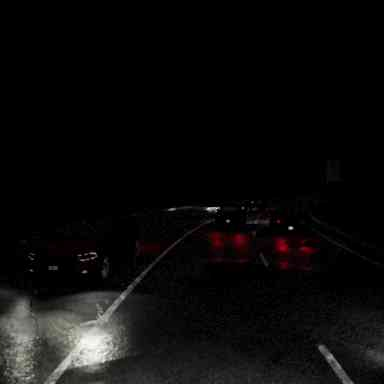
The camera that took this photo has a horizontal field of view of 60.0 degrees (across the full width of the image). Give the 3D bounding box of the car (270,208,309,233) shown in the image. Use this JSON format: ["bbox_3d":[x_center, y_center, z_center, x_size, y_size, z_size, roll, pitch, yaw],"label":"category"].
[{"bbox_3d":[5.668,1.620,19.833,1.895,1.301,4.718,0,0,11],"label":"car"}]

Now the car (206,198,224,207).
[{"bbox_3d":[3.621,1.563,50.085,1.994,1.385,4.181,0,0,21],"label":"car"}]

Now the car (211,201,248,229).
[{"bbox_3d":[2.541,1.532,21.769,1.812,1.442,4.674,0,0,11],"label":"car"}]

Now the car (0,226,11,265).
[{"bbox_3d":[-6.569,1.505,8.920,1.812,1.442,4.674,0,0,5],"label":"car"}]

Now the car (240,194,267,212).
[{"bbox_3d":[7.734,1.247,40.432,2.150,2.045,5.566,0,0,19],"label":"car"}]

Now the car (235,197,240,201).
[{"bbox_3d":[7.646,1.544,50.810,1.812,1.442,4.674,0,0,22],"label":"car"}]

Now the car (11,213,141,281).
[{"bbox_3d":[-2.947,1.468,10.098,1.882,1.535,5.008,0,0,6],"label":"car"}]
